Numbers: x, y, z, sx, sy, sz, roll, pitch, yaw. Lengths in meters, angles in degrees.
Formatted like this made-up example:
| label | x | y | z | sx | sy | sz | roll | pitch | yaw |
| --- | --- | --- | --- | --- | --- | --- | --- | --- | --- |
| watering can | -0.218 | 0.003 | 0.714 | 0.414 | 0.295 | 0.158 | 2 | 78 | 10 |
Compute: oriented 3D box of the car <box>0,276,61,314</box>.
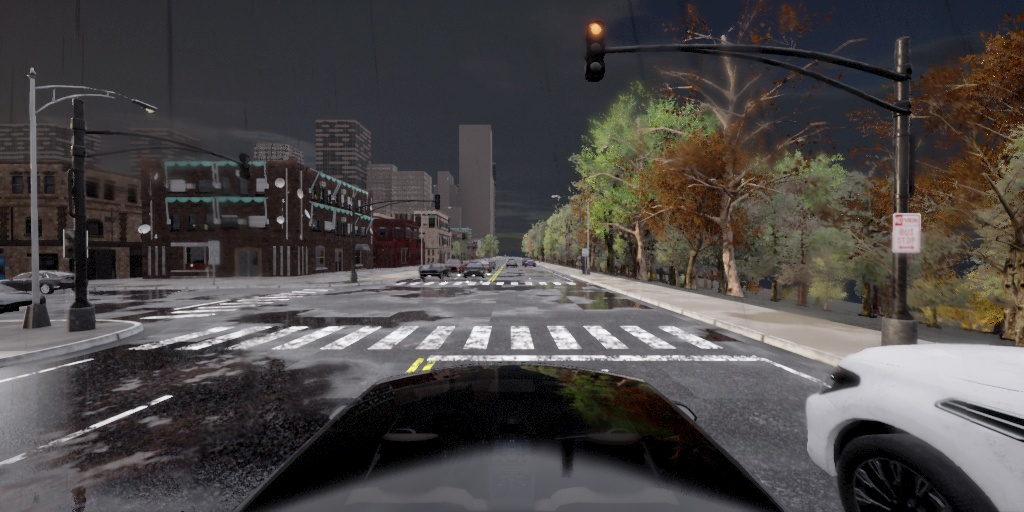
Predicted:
| label | x | y | z | sx | sy | sz | roll | pitch | yaw |
| --- | --- | --- | --- | --- | --- | --- | --- | --- | --- |
| car | -19.969 | 1.565 | 13.115 | 4.313 | 1.339 | 1.948 | 0 | 0 | 0 |

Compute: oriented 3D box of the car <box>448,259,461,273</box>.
| label | x | y | z | sx | sy | sz | roll | pitch | yaw |
| --- | --- | --- | --- | --- | --- | --- | --- | --- | --- |
| car | -6.666 | 1.088 | 41.256 | 2.097 | 1.767 | 4.553 | 0 | 0 | 0 |

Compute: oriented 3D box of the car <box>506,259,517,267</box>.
| label | x | y | z | sx | sy | sz | roll | pitch | yaw |
| --- | --- | --- | --- | --- | --- | --- | --- | --- | --- |
| car | -0.030 | 1.290 | 64.091 | 1.994 | 1.385 | 4.181 | 0 | 0 | 0 |

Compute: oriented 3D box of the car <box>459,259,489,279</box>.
| label | x | y | z | sx | sy | sz | roll | pitch | yaw |
| --- | --- | --- | --- | --- | --- | --- | --- | --- | --- |
| car | -3.420 | 1.288 | 33.310 | 2.033 | 1.411 | 5.357 | 0 | 0 | -3 |

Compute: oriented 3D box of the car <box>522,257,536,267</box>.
| label | x | y | z | sx | sy | sz | roll | pitch | yaw |
| --- | --- | --- | --- | --- | --- | --- | --- | --- | --- |
| car | 3.227 | 1.252 | 64.060 | 1.812 | 1.442 | 4.674 | 0 | 0 | 0 |

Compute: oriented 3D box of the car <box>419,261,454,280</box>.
| label | x | y | z | sx | sy | sz | roll | pitch | yaw |
| --- | --- | --- | --- | --- | --- | --- | --- | --- | --- |
| car | -6.712 | 1.342 | 31.594 | 1.895 | 1.301 | 4.718 | 0 | 0 | 2 |

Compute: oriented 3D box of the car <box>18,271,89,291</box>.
| label | x | y | z | sx | sy | sz | roll | pitch | yaw |
| --- | --- | --- | --- | --- | --- | --- | --- | --- | --- |
| car | -28.318 | 1.560 | 21.612 | 4.403 | 1.370 | 2.007 | 0 | 0 | 0 |

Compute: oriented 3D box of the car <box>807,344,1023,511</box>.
| label | x | y | z | sx | sy | sz | roll | pitch | yaw |
| --- | --- | --- | --- | --- | --- | --- | --- | --- | --- |
| car | 3.356 | 0.972 | 0.357 | 2.150 | 2.045 | 5.566 | 0 | 0 | 0 |

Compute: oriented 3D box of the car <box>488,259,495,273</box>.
| label | x | y | z | sx | sy | sz | roll | pitch | yaw |
| --- | --- | --- | --- | --- | --- | --- | --- | --- | --- |
| car | -3.418 | 1.261 | 43.314 | 1.812 | 1.442 | 4.674 | 0 | 0 | 0 |
